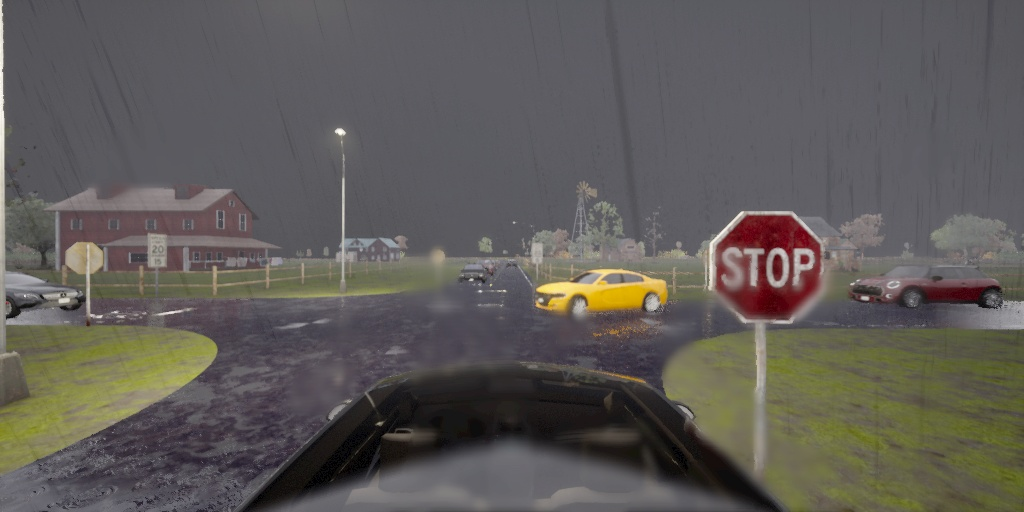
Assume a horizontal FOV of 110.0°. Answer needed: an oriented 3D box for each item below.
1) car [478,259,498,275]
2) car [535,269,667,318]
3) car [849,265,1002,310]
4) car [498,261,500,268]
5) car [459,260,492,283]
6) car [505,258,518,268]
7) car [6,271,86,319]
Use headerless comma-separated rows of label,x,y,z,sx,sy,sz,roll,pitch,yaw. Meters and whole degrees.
car,-2.914,1.084,37.663,2.097,1.767,4.553,0,0,0
car,3.254,1.231,12.953,5.008,1.535,1.882,1,-1,-23
car,16.721,1.154,14.693,4.553,1.767,2.097,0,0,0
car,-2.920,1.228,47.915,1.837,1.490,4.892,0,0,0
car,-2.875,1.286,27.672,2.033,1.411,5.357,0,0,-1
car,-0.031,1.218,59.906,1.837,1.490,4.892,0,0,0
car,-17.243,1.224,11.943,4.674,1.442,1.812,0,0,0
